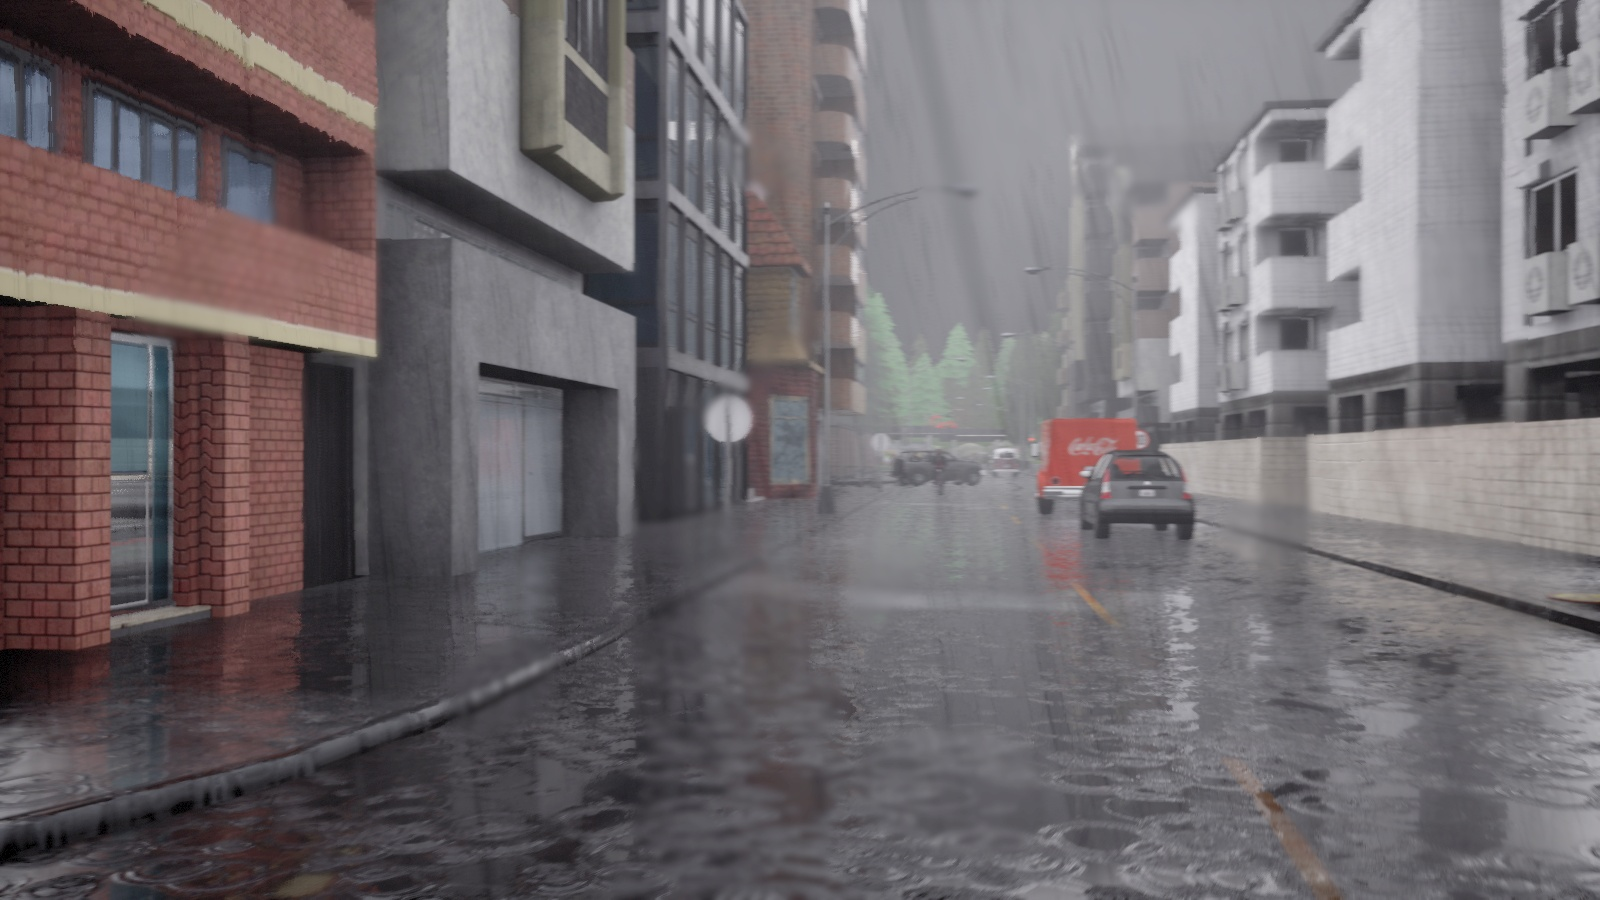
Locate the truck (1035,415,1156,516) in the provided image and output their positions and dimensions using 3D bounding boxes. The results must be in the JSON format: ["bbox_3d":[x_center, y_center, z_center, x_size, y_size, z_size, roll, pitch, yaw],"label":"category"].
[{"bbox_3d":[7.705,0.388,33.300,2.627,2.467,5.204,0,0,8],"label":"truck"}]

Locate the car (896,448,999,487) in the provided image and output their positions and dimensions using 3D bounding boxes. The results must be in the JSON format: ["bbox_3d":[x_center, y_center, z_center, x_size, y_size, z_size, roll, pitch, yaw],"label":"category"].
[{"bbox_3d":[7.237,0.830,61.709,4.605,1.855,1.932,0,0,-15],"label":"car"}]

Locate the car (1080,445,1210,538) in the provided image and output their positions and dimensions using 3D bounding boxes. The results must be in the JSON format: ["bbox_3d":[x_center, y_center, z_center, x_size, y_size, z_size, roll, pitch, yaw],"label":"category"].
[{"bbox_3d":[6.435,0.732,23.827,1.851,1.617,3.988,0,0,8],"label":"car"}]

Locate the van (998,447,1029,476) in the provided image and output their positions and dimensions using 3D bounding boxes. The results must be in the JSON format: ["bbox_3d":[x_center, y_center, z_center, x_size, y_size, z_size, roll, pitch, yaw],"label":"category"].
[{"bbox_3d":[15.347,0.844,90.417,2.069,2.038,4.480,0,0,8],"label":"van"}]
